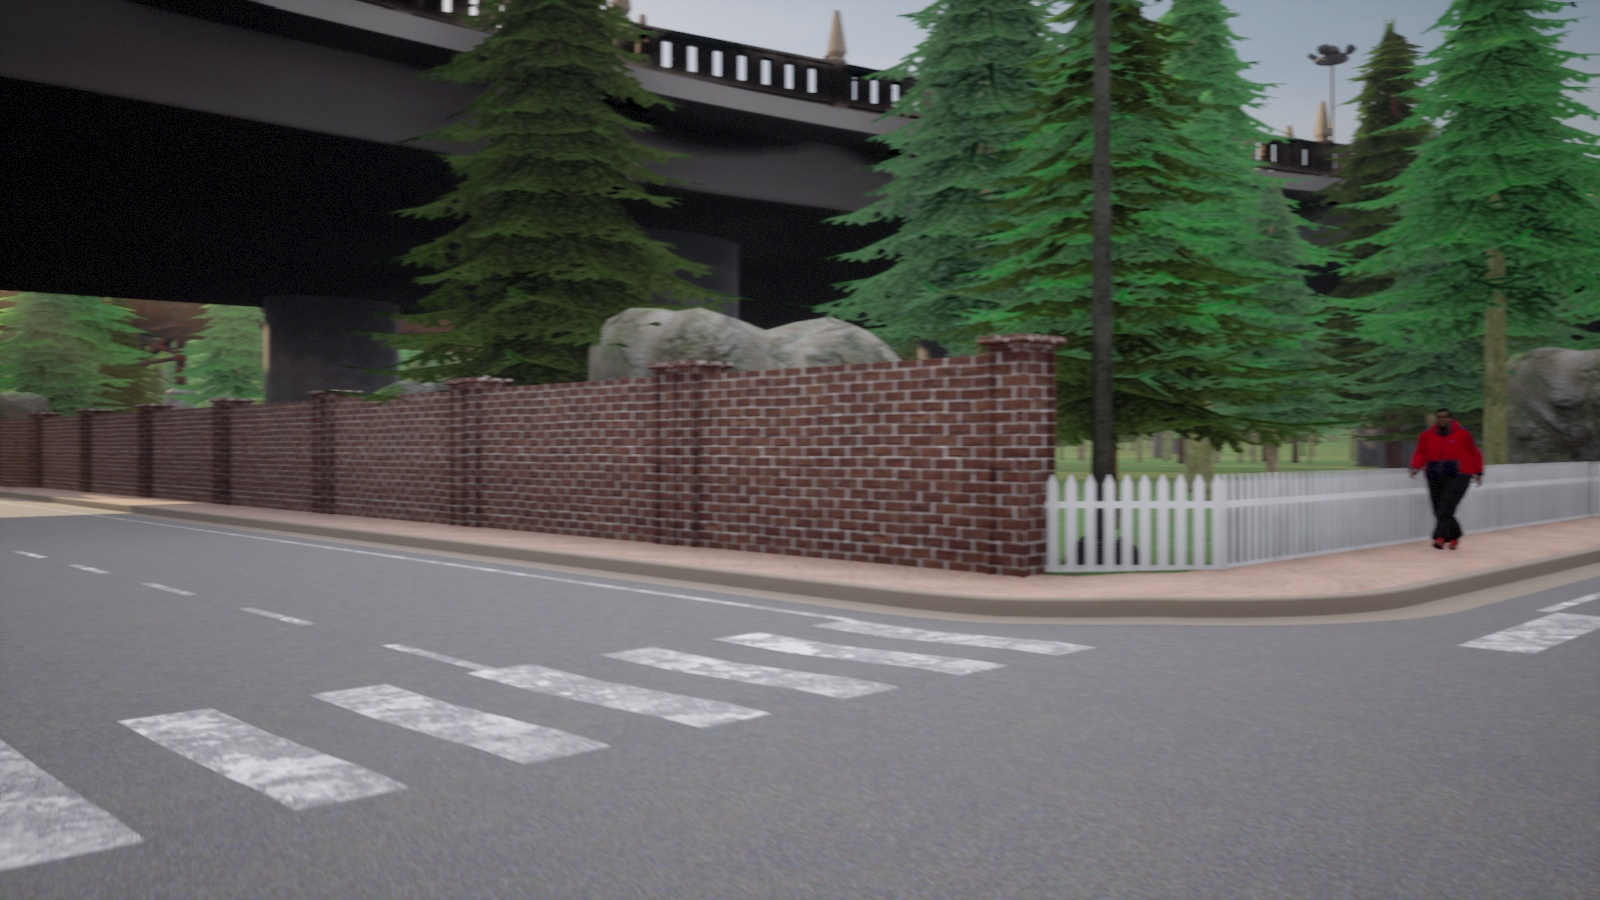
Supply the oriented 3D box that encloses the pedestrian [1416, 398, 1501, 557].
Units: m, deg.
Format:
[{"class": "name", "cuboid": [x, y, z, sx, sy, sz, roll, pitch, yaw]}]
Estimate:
[{"class": "pedestrian", "cuboid": [7.911, 0.315, 15.086, 0.899, 1.844, 0.634, 0, 0, -43]}]
